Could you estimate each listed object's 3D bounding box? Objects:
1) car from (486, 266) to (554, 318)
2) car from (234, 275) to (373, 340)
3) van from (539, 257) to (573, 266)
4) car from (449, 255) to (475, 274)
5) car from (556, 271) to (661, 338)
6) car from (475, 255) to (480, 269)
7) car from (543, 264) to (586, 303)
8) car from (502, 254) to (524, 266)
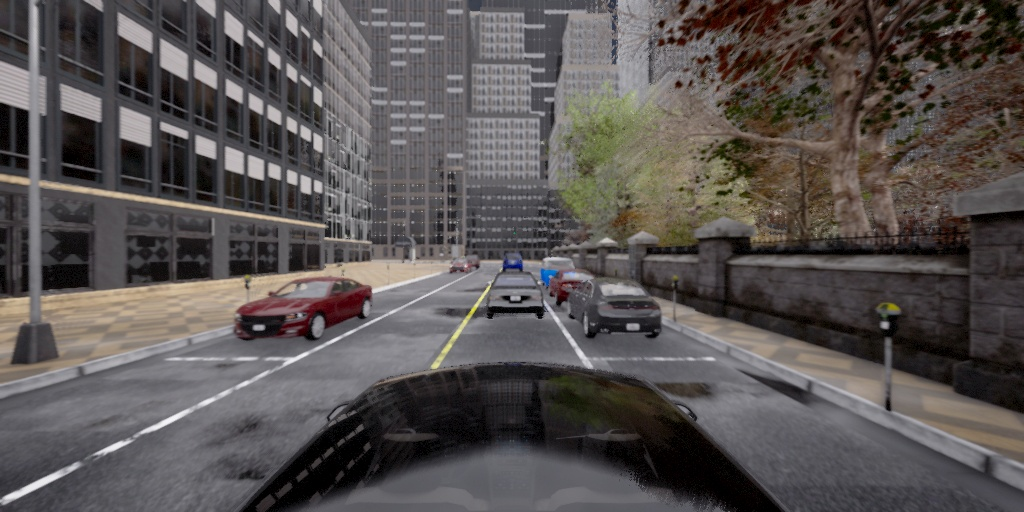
[{"bbox_3d":[0.095,1.234,12.704,2.033,1.411,5.357,0,0,0],"label":"car"},{"bbox_3d":[-5.318,1.249,9.783,1.888,1.381,4.507,0,0,0],"label":"car"},{"bbox_3d":[2.557,0.981,20.874,1.690,1.789,3.998,0,0,0],"label":"van"},{"bbox_3d":[-5.330,0.979,37.508,1.967,1.591,4.097,0,0,0],"label":"car"},{"bbox_3d":[2.562,1.255,9.783,2.007,1.370,4.403,0,0,0],"label":"car"},{"bbox_3d":[-5.405,0.785,48.595,2.192,1.841,5.009,0,0,0],"label":"car"},{"bbox_3d":[2.559,1.217,15.329,1.888,1.381,4.507,0,0,0],"label":"car"},{"bbox_3d":[0.085,0.754,38.681,2.150,2.045,5.566,0,0,0],"label":"car"}]
